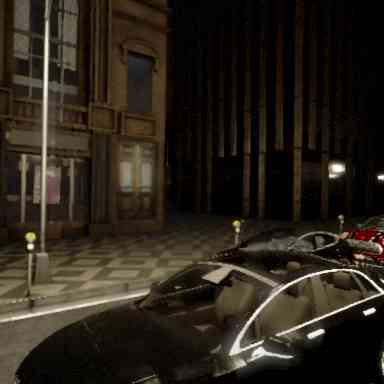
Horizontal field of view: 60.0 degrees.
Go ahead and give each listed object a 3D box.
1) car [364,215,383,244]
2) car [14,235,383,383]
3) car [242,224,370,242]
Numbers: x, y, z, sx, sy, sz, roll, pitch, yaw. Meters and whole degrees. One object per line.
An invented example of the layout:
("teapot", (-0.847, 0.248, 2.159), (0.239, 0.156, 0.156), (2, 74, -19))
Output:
("car", (6.950, 1.533, 11.705), (4.097, 1.590, 1.967), (1, 0, -35))
("car", (0.692, 1.527, 3.820), (4.892, 1.490, 1.837), (1, -1, -35))
("car", (2.368, 1.617, 8.441), (4.313, 1.339, 1.947), (1, 0, -35))
